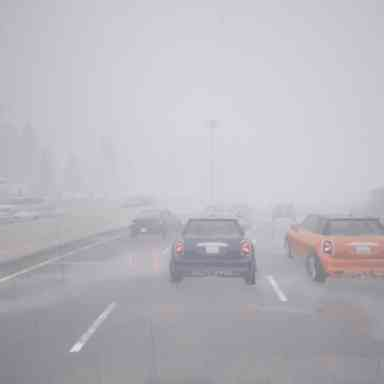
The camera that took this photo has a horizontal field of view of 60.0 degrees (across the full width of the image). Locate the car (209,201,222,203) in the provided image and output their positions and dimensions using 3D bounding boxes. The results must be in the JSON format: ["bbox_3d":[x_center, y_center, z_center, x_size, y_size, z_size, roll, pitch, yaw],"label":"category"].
[{"bbox_3d":[2.601,1.648,34.283,1.812,1.442,4.674,0,0,20],"label":"car"}]

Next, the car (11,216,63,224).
[{"bbox_3d":[-11.337,1.670,24.604,1.812,1.442,4.674,0,0,13],"label":"car"}]

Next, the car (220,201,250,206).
[{"bbox_3d":[4.056,1.638,27.763,2.033,1.411,5.357,0,0,17],"label":"car"}]

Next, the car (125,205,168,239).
[{"bbox_3d":[-1.856,1.602,17.648,1.812,1.442,4.674,0,0,10],"label":"car"}]

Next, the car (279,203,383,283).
[{"bbox_3d":[4.156,1.373,9.852,2.097,1.767,4.553,0,0,5],"label":"car"}]

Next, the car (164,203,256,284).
[{"bbox_3d":[0.649,1.388,9.920,2.097,1.767,4.553,0,0,5],"label":"car"}]

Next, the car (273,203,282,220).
[{"bbox_3d":[8.003,1.624,28.687,2.033,1.411,5.357,0,0,18],"label":"car"}]
